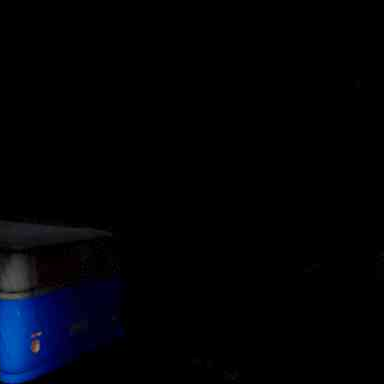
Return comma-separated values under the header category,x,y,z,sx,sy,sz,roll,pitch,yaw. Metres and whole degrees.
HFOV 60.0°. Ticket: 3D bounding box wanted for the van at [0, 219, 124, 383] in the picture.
category,x,y,z,sx,sy,sz,roll,pitch,yaw
van,-2.828,1.348,4.982,3.998,1.788,1.690,0,0,35
